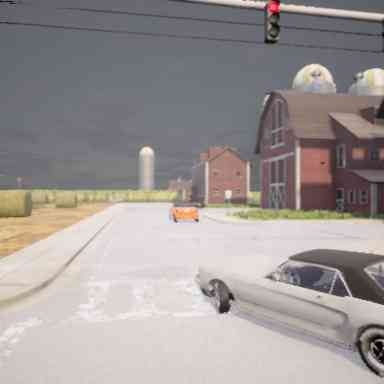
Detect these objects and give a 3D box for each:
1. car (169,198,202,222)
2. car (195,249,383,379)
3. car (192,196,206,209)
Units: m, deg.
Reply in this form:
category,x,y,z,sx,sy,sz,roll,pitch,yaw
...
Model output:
category,x,y,z,sx,sy,sz,roll,pitch,yaw
car,-0.795,1.627,29.247,2.097,1.767,4.553,0,0,-9
car,2.164,1.654,5.671,1.895,1.301,4.718,0,0,-39
car,0.193,1.616,48.393,3.866,1.878,1.905,-3,4,38
